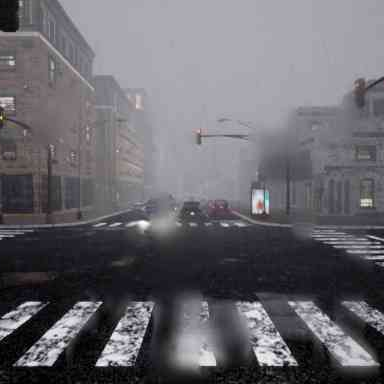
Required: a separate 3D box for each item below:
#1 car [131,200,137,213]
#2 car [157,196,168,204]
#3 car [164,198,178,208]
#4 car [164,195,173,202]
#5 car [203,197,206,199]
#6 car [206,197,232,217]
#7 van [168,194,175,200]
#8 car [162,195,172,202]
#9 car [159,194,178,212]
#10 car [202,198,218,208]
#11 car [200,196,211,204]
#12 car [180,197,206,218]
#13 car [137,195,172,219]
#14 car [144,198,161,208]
[{"bbox_3d":[-5.748,1.561,37.473,2.008,1.369,4.403,0,0,0],"label":"car"},{"bbox_3d":[-5.789,1.565,65.787,1.752,1.417,4.829,0,0,0],"label":"car"},{"bbox_3d":[-3.164,1.586,50.786,1.994,1.385,4.181,0,0,0],"label":"car"},{"bbox_3d":[-5.813,1.592,82.876,1.752,1.417,4.829,-1,0,0],"label":"car"},{"bbox_3d":[2.624,1.597,43.194,1.802,1.307,4.206,0,0,0],"label":"car"},{"bbox_3d":[2.639,1.446,31.801,1.967,1.590,4.097,0,0,0],"label":"car"},{"bbox_3d":[-5.832,1.430,94.440,1.690,1.788,3.998,-1,0,0],"label":"van"},{"bbox_3d":[-5.807,1.497,77.349,1.967,1.590,4.097,0,0,0],"label":"car"},{"bbox_3d":[-3.153,1.233,39.559,2.150,2.045,5.566,0,0,-1],"label":"car"},{"bbox_3d":[2.616,1.571,48.892,2.008,1.369,4.403,0,0,0],"label":"car"},{"bbox_3d":[2.592,1.591,65.981,2.008,1.369,4.403,-1,0,0],"label":"car"},{"bbox_3d":[0.025,1.511,30.135,1.837,1.490,4.892,0,0,0],"label":"car"},{"bbox_3d":[-3.139,1.356,28.928,2.097,1.767,4.553,0,0,0],"label":"car"},{"bbox_3d":[-5.764,1.571,48.867,2.008,1.369,4.403,0,0,0],"label":"car"}]
